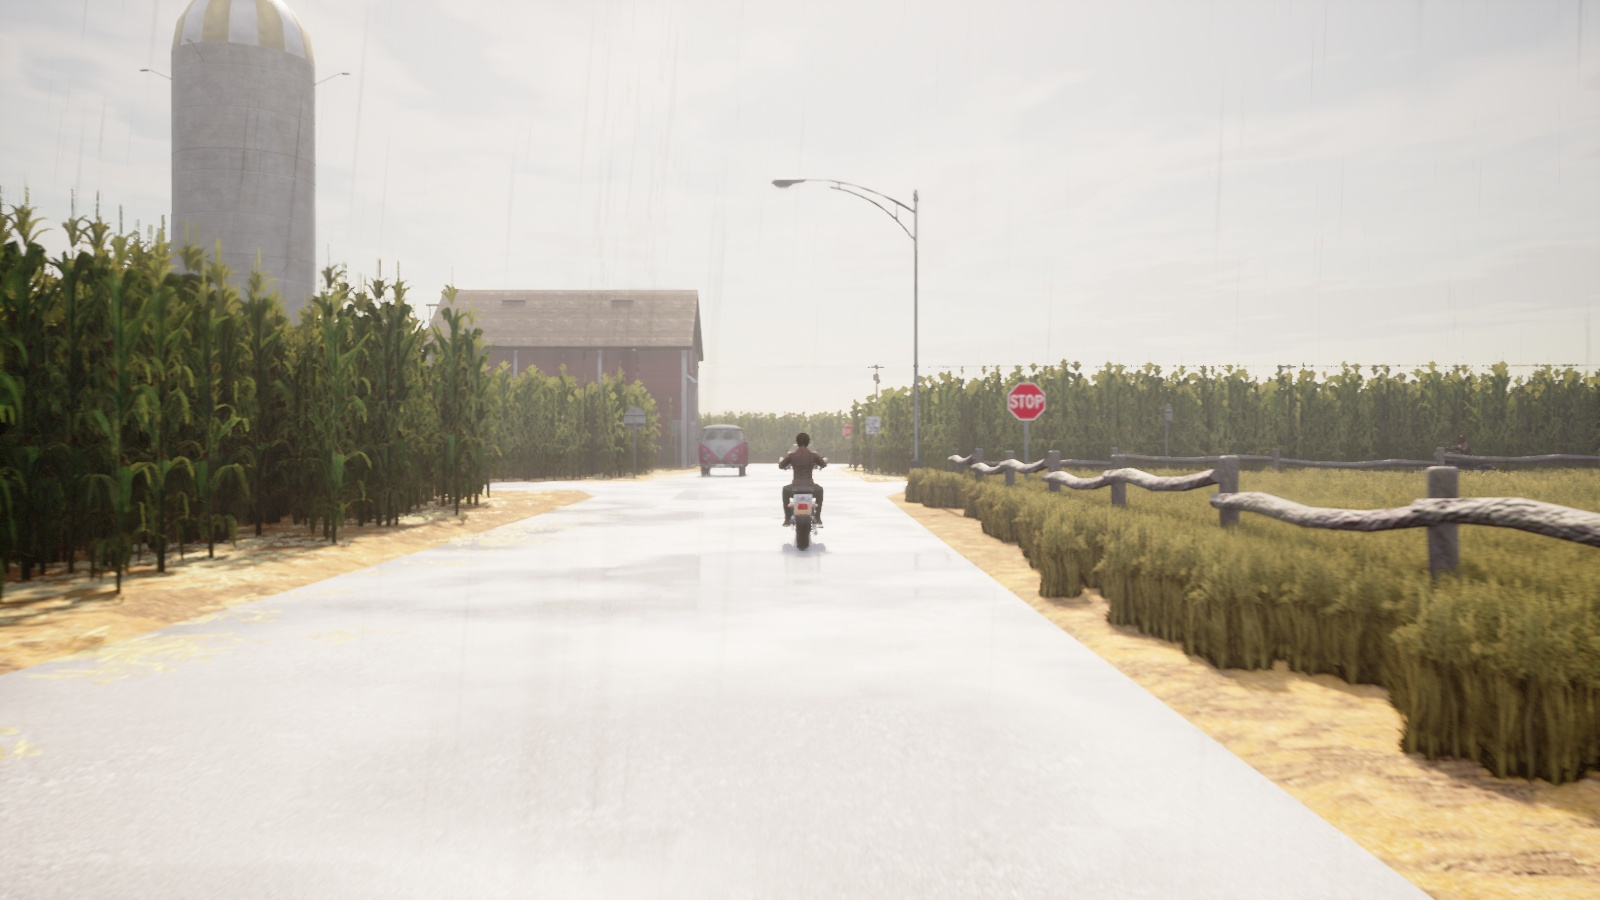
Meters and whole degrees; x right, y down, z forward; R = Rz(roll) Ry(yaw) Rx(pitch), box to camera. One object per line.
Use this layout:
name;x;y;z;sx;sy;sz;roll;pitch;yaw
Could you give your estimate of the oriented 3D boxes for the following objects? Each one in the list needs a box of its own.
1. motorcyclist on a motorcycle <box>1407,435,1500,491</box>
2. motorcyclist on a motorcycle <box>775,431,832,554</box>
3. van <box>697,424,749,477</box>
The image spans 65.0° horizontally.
motorcyclist on a motorcycle;19.409;0.385;37.320;2.350;1.649;0.766;0;0;0
motorcyclist on a motorcycle;0.049;0.557;17.920;0.766;1.649;2.350;0;1;0
van;-2.982;0.017;49.576;1.775;1.987;4.442;0;0;0
